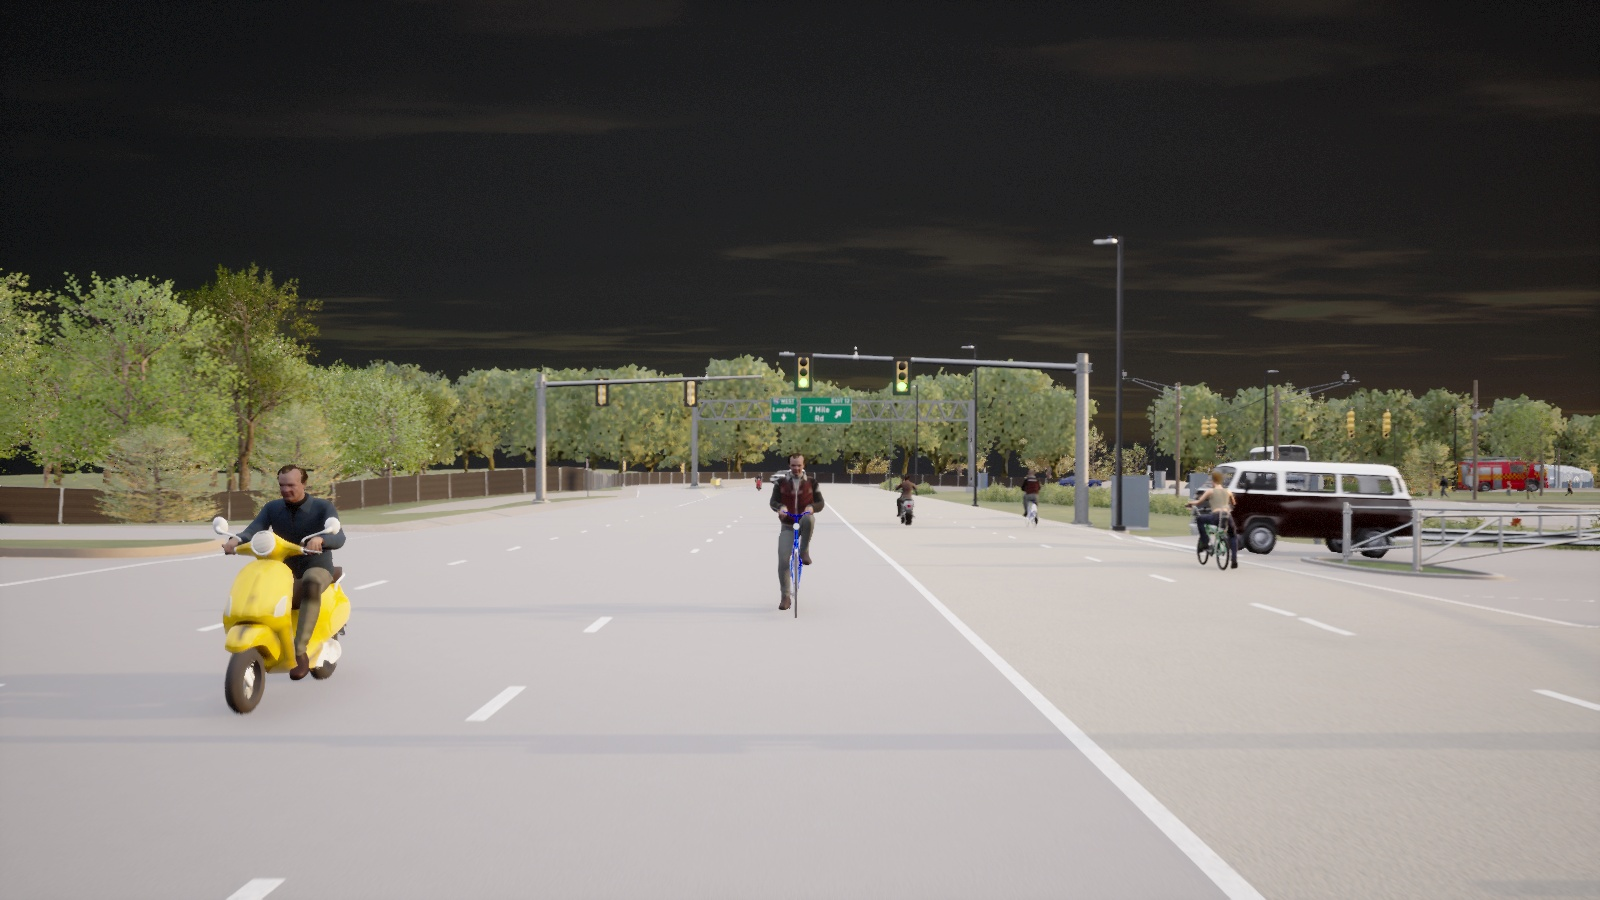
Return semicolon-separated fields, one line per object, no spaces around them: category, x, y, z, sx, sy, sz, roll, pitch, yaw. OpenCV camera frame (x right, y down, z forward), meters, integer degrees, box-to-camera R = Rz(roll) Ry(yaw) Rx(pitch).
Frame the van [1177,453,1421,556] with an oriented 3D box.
van;10.855;1.177;27.569;4.480;2.038;2.069;2;-1;-2

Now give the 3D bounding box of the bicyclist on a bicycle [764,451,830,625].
bicyclist on a bicycle;-0.033;0.913;13.755;0.659;1.776;1.843;0;-1;0

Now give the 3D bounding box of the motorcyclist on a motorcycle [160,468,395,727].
motorcyclist on a motorcycle;-3.521;0.926;8.675;0.866;1.590;1.817;0;-1;0

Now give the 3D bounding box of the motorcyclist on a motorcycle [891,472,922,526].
motorcyclist on a motorcycle;3.403;1.555;40.251;0.766;1.649;2.350;0;-1;0

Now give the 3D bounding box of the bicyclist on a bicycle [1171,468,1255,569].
bicyclist on a bicycle;6.987;1.131;21.306;0.866;1.612;1.509;1;0;-1
